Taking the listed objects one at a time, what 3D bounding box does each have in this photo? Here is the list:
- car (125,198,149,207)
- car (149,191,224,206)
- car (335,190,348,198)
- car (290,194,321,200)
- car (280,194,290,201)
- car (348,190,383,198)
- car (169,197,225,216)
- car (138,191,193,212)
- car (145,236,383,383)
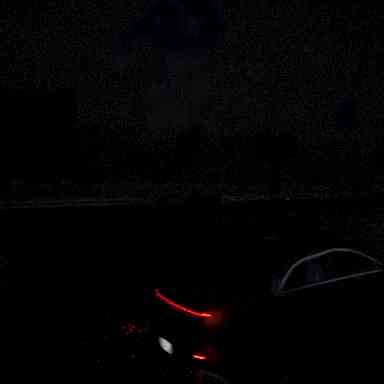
[{"bbox_3d":[-3.926,1.286,31.186,4.902,1.511,2.128,-1,1,-35],"label":"car"},{"bbox_3d":[-0.070,1.026,25.341,5.566,2.045,2.150,-1,1,-35],"label":"car"},{"bbox_3d":[21.564,0.723,44.756,5.566,2.045,2.150,0,0,-35],"label":"car"},{"bbox_3d":[15.771,1.091,45.007,4.181,1.385,1.994,0,0,-35],"label":"car"},{"bbox_3d":[14.991,1.016,48.728,4.892,1.490,1.837,0,0,-35],"label":"car"},{"bbox_3d":[22.074,0.738,40.861,5.566,2.045,2.150,0,0,-35],"label":"car"},{"bbox_3d":[0.514,1.267,30.031,4.892,1.490,1.837,-1,1,-35],"label":"car"},{"bbox_3d":[-2.817,0.965,36.239,5.566,2.045,2.150,-1,1,-35],"label":"car"},{"bbox_3d":[1.685,1.438,5.050,4.902,1.511,2.128,-1,1,-35],"label":"car"}]
